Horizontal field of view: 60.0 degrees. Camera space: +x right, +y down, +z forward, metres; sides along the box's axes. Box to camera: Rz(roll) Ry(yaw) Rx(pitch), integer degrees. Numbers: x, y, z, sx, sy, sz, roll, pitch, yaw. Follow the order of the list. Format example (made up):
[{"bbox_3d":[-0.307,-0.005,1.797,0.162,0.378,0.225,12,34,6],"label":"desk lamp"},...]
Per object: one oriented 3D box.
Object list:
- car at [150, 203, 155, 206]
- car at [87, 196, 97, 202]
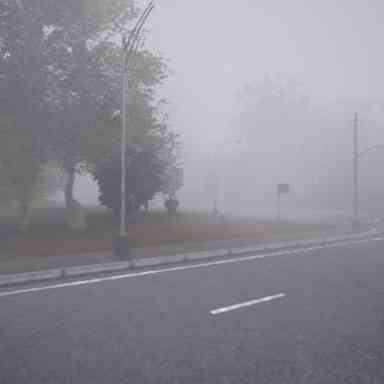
[{"bbox_3d":[-8.442,1.718,58.790,2.128,1.511,4.902,1,0,-38],"label":"car"},{"bbox_3d":[-24.114,1.713,84.218,1.882,1.535,5.008,1,0,-38],"label":"car"}]
